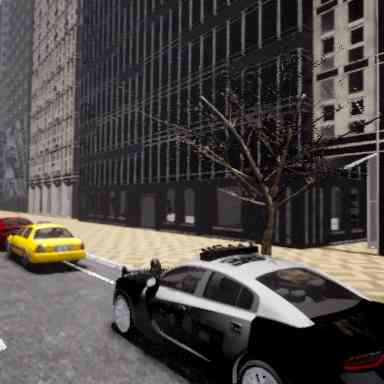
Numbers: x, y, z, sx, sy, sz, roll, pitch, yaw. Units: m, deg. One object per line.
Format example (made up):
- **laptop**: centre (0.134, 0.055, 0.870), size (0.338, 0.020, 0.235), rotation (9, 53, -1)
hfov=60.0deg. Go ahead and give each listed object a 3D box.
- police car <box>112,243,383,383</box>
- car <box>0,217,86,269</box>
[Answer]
- **police car**: centre (0.461, 1.627, 5.101), size (1.930, 1.638, 5.238), rotation (2, -3, -39)
- **car**: centre (-5.857, 1.888, 12.951), size (1.801, 1.575, 5.366), rotation (2, -3, -39)
